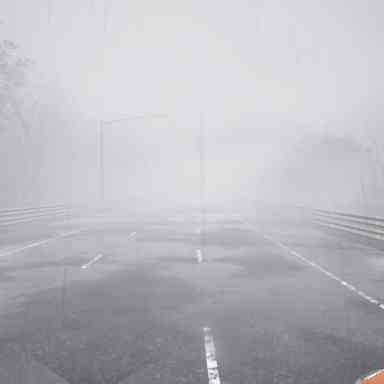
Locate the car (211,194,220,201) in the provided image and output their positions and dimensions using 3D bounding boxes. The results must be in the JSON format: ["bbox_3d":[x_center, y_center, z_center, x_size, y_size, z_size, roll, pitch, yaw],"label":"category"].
[{"bbox_3d":[5.953,1.437,86.310,2.097,1.767,4.553,0,0,6],"label":"car"}]

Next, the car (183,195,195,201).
[{"bbox_3d":[-1.132,1.621,85.775,2.033,1.411,5.357,0,0,6],"label":"car"}]

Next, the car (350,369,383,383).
[{"bbox_3d":[2.030,1.352,0.506,2.097,1.767,4.553,0,0,0],"label":"car"}]

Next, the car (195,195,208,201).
[{"bbox_3d":[2.397,1.676,85.897,1.895,1.301,4.718,0,0,6],"label":"car"}]
